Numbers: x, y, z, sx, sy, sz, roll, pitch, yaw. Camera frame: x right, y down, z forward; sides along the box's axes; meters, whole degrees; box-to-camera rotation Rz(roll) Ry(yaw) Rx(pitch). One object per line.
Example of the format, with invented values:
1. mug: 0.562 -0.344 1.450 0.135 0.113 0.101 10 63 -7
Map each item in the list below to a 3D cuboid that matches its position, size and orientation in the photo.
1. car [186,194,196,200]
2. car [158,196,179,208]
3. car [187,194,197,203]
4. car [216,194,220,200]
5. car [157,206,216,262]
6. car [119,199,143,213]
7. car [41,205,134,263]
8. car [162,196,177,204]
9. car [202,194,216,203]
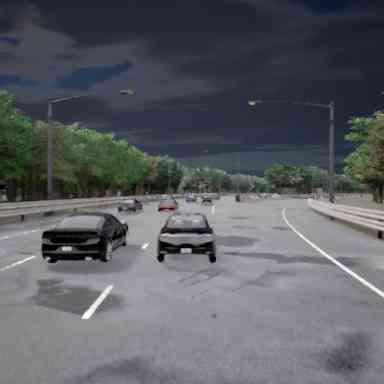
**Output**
1. car: -0.232 1.312 90.002 2.128 1.511 4.902 0 0 10
2. car: -2.693 1.486 38.916 1.994 1.385 4.181 0 0 4
3. car: 0.008 1.385 67.648 1.812 1.442 4.674 0 0 7
4. car: 6.400 1.345 87.278 2.128 1.511 4.902 0 0 10
5. car: -0.159 1.485 12.072 2.128 1.511 4.902 0 0 0
6. car: -6.473 1.439 35.122 1.812 1.442 4.674 0 0 3
7. car: -3.559 1.453 11.947 1.882 1.535 5.008 0 0 0
8. car: -4.205 1.422 62.170 1.994 1.385 4.181 0 0 7
9. car: 3.004 1.388 64.027 1.837 1.490 4.892 0 0 7
